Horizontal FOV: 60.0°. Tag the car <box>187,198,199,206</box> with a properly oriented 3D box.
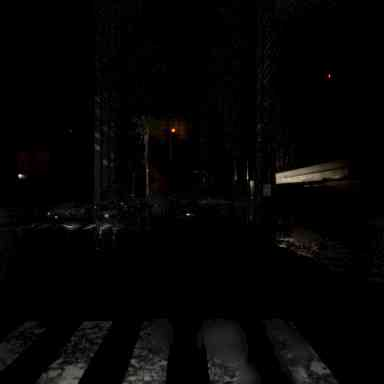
[{"bbox_3d":[0.164,1.741,59.079,1.994,1.385,4.181,0,0,0],"label":"car"}]

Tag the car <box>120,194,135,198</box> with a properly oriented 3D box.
[{"bbox_3d":[-9.779,1.357,49.640,2.150,2.045,5.566,0,0,1],"label":"car"}]

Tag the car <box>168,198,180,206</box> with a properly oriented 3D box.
[{"bbox_3d":[-3.088,1.735,57.853,1.994,1.385,4.181,0,0,0],"label":"car"}]

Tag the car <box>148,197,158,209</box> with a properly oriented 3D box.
[{"bbox_3d":[-6.534,1.481,48.200,2.097,1.767,4.553,0,0,0],"label":"car"}]

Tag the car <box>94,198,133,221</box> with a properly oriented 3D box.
[{"bbox_3d":[-6.518,1.551,27.481,2.128,1.511,4.902,0,0,-2],"label":"car"}]

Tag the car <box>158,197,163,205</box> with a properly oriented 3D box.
[{"bbox_3d":[-6.448,1.668,62.149,1.882,1.535,5.008,0,-1,0],"label":"car"}]

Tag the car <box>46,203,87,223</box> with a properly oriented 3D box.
[{"bbox_3d":[-9.842,1.581,26.524,1.812,1.442,4.674,0,0,1],"label":"car"}]

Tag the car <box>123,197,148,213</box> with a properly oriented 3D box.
[{"bbox_3d":[-6.546,1.617,38.352,1.812,1.442,4.674,0,0,0],"label":"car"}]
